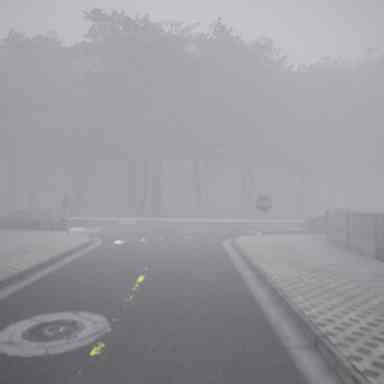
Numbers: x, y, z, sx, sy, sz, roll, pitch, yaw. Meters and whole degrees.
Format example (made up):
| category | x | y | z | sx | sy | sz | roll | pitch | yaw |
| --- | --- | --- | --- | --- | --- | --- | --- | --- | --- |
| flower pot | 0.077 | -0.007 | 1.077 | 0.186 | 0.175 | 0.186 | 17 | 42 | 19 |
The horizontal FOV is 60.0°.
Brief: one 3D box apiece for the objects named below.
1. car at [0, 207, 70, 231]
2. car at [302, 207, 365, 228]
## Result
| category | x | y | z | sx | sy | sz | roll | pitch | yaw |
| --- | --- | --- | --- | --- | --- | --- | --- | --- | --- |
| car | -9.934 | 1.682 | 20.902 | 4.181 | 1.385 | 1.994 | 1 | 1 | 4 |
| car | 10.375 | 1.820 | 24.110 | 4.674 | 1.442 | 1.812 | 0 | 1 | 0 |
